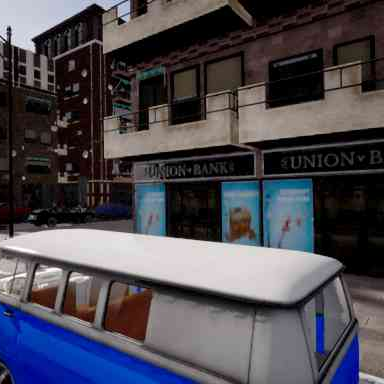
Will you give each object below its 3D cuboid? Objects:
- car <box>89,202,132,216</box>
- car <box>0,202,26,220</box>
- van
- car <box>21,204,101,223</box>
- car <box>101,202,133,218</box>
[{"bbox_3d":[-8.837,1.798,36.421,1.947,1.339,4.313,-2,-1,36],"label":"car"},{"bbox_3d":[-15.479,1.609,27.310,1.967,1.590,4.097,-2,-1,36],"label":"car"},{"bbox_3d":[-0.534,1.342,3.231,3.998,1.788,1.690,0,-1,35],"label":"van"},{"bbox_3d":[-8.708,1.583,22.369,1.947,1.339,4.313,-2,-1,36],"label":"car"},{"bbox_3d":[-8.121,1.719,32.999,2.033,1.411,5.357,-1,-1,36],"label":"car"}]
